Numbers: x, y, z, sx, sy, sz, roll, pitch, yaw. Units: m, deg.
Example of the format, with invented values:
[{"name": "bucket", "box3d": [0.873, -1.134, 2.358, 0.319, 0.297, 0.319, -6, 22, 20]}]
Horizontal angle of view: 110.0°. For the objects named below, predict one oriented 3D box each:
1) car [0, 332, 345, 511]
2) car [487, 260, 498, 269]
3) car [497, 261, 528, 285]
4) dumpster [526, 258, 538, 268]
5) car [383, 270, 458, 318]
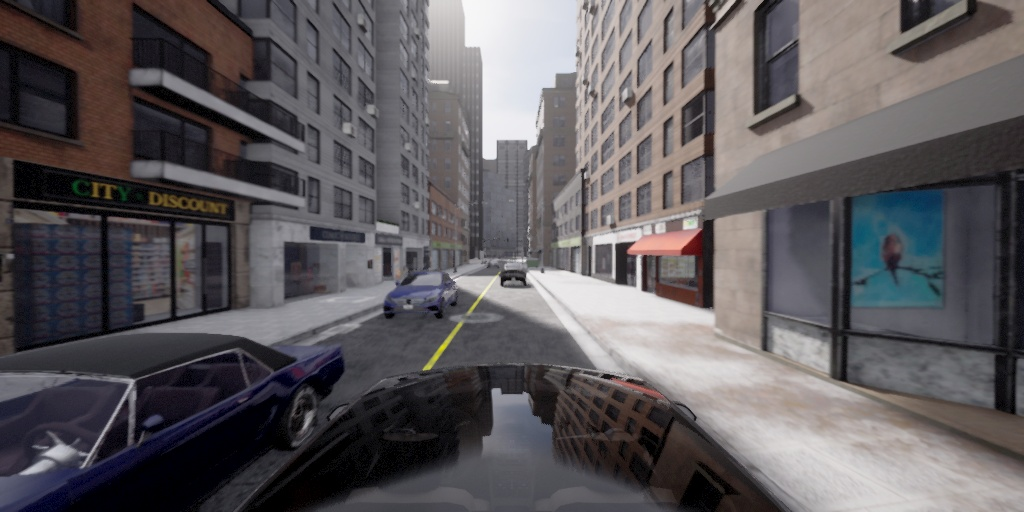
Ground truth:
[{"name": "car", "box3d": [-3.094, 1.350, 2.414, 1.895, 1.301, 4.718, 0, 0, 0]}, {"name": "car", "box3d": [-3.067, 1.299, 58.315, 1.812, 1.442, 4.674, 0, 0, 1]}, {"name": "car", "box3d": [0.091, 1.249, 25.815, 1.837, 1.490, 4.892, 0, 0, 0]}, {"name": "dumpster", "box3d": [3.114, 1.167, 55.320, 1.020, 1.700, 1.940, 0, 0, 0]}, {"name": "car", "box3d": [-3.092, 1.269, 13.033, 1.812, 1.442, 4.674, 0, 0, 0]}]
